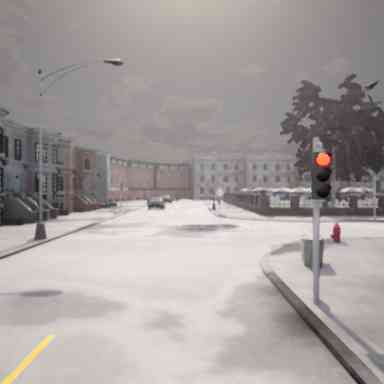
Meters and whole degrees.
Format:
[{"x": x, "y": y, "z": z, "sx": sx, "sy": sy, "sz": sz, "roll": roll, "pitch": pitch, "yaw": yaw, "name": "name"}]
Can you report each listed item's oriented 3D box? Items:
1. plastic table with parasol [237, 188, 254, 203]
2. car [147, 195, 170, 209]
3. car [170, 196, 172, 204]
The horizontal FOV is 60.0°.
[{"x": 9.218, "y": 0.580, "z": 57.067, "sx": 2.482, "sy": 2.480, "sz": 2.482, "roll": 0, "pitch": 0, "yaw": 0, "name": "plastic table with parasol"}, {"x": -4.126, "y": 1.266, "z": 39.546, "sx": 2.033, "sy": 1.411, "sz": 5.357, "roll": 0, "pitch": 0, "yaw": -1, "name": "car"}, {"x": -4.279, "y": 1.157, "z": 54.943, "sx": 2.033, "sy": 1.411, "sz": 5.357, "roll": 0, "pitch": 0, "yaw": -2, "name": "car"}]
